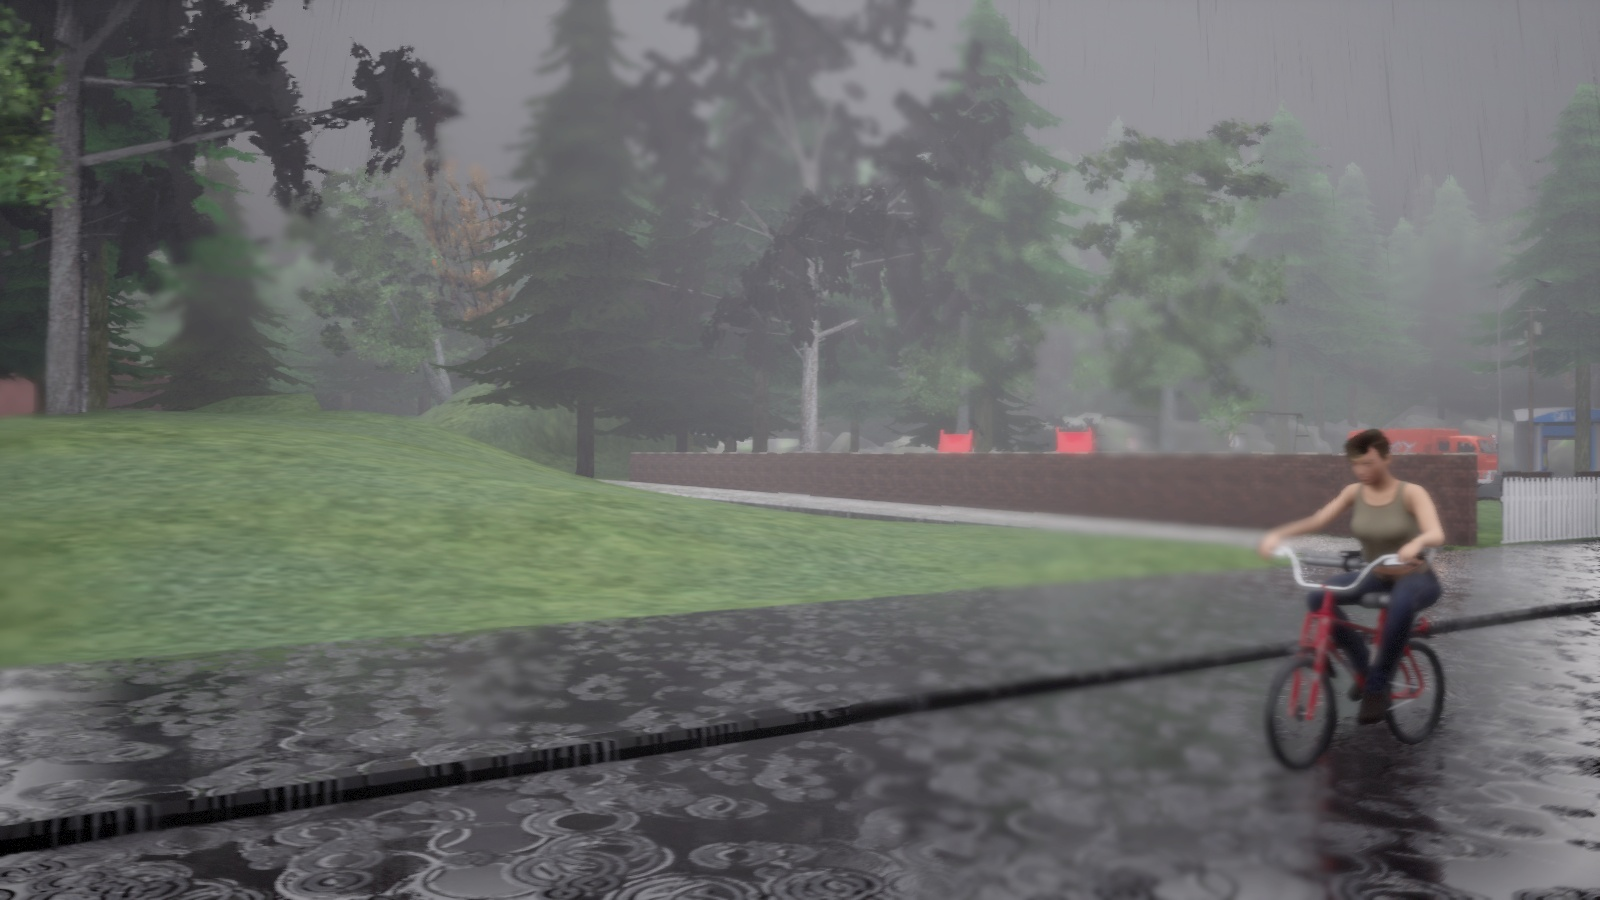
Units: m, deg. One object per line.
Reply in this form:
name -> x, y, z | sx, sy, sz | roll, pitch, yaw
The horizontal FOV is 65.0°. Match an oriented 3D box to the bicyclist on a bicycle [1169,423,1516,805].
bicyclist on a bicycle -> 2.634, 0.692, 6.082 | 1.509, 1.612, 0.866 | 0, 0, -34

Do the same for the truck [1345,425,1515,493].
truck -> 24.108, 0.341, 48.269 | 2.627, 2.467, 5.204 | 0, 0, -35
